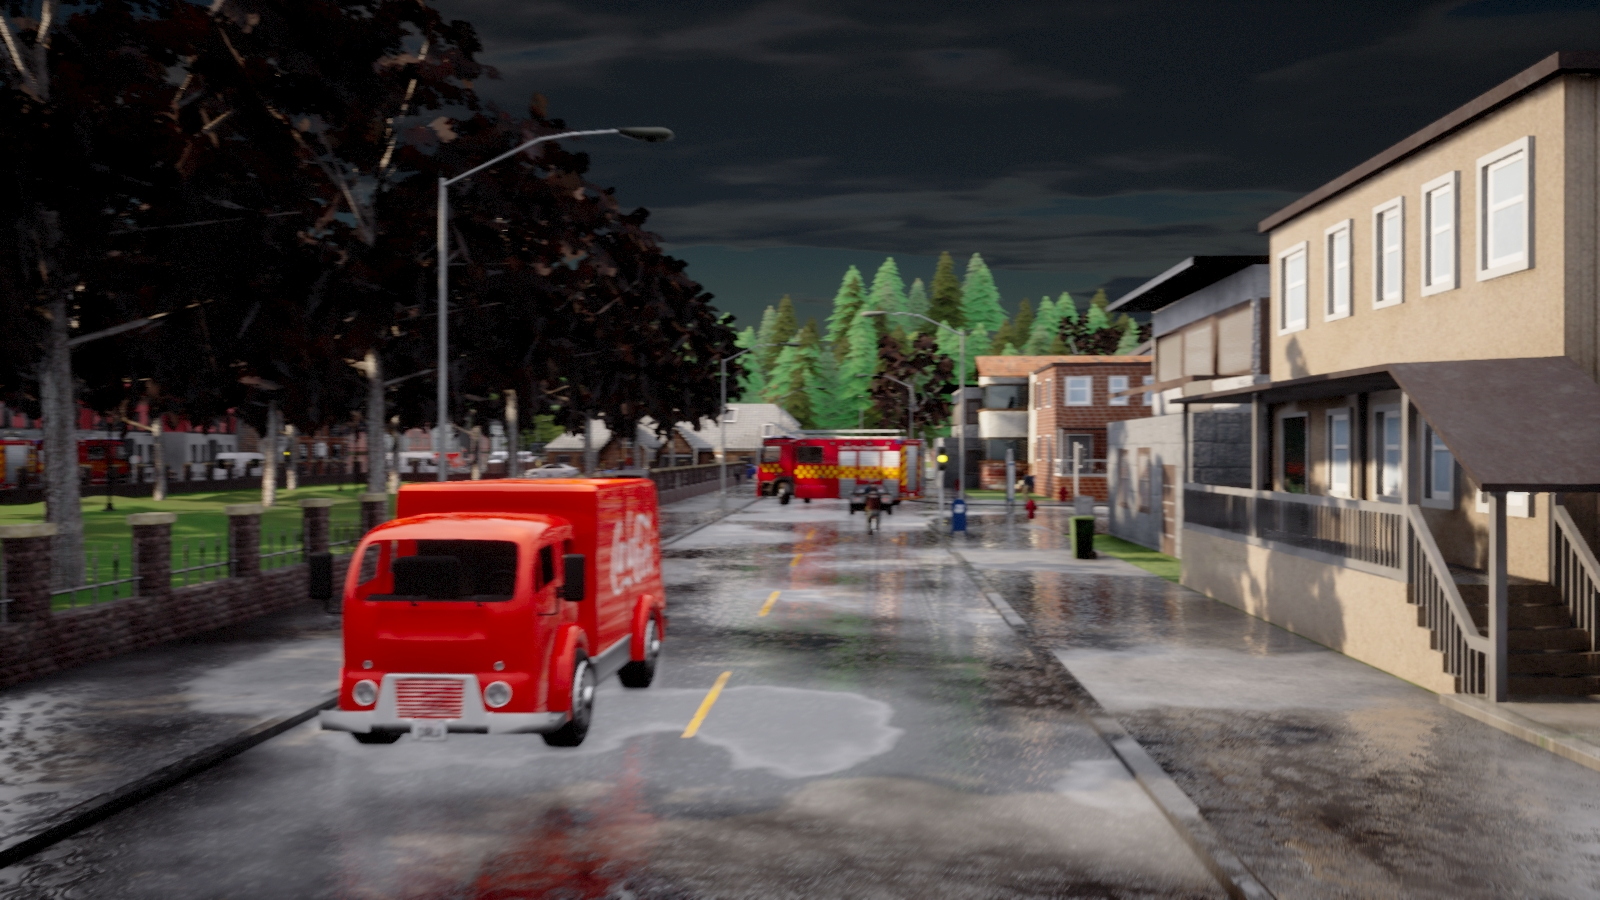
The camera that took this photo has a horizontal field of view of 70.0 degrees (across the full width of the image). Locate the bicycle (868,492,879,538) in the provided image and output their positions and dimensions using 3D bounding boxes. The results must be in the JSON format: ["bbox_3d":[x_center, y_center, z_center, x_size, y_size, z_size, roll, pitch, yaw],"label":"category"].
[{"bbox_3d":[2.218,1.945,34.650,0.329,1.271,1.835,0,0,3],"label":"bicycle"}]

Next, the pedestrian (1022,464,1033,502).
[{"bbox_3d":[11.302,1.644,56.797,0.375,1.860,0.375,0,0,-22],"label":"pedestrian"}]

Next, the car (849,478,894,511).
[{"bbox_3d":[3.169,1.942,50.696,1.895,1.301,4.718,0,0,3],"label":"car"}]

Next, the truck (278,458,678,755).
[{"bbox_3d":[-3.035,1.346,12.338,2.627,2.467,5.204,0,0,3],"label":"truck"}]

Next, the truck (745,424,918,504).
[{"bbox_3d":[1.530,0.676,58.239,8.468,3.827,2.891,0,0,31],"label":"truck"}]
